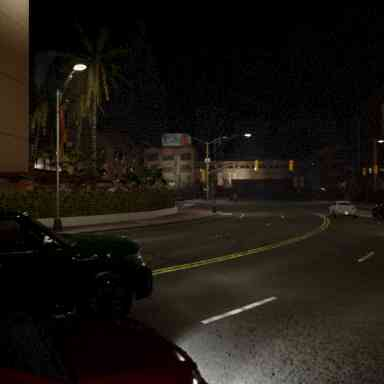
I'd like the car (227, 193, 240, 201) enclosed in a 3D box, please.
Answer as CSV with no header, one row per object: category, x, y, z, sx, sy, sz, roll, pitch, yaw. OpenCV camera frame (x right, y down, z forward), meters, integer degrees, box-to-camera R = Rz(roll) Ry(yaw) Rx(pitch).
car,10.165,1.419,80.938,2.097,1.535,5.008,0,0,7

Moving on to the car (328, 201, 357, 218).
car,13.454,1.508,29.854,1.812,1.442,4.674,0,0,15

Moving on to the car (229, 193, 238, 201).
car,10.797,1.289,87.333,2.185,1.767,4.553,0,0,7

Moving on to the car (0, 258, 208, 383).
car,-1.857,1.562,2.245,4.181,1.385,1.994,0,0,-34

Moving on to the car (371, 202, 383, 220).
car,16.456,1.550,27.793,1.994,1.385,4.181,0,0,17

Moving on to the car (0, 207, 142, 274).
car,-3.413,1.216,5.302,5.566,2.045,2.150,0,0,-34
